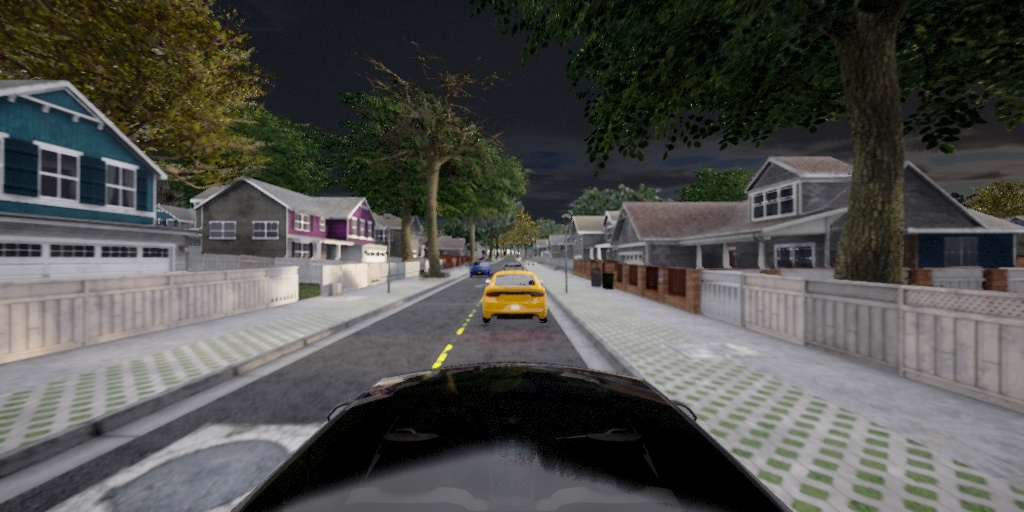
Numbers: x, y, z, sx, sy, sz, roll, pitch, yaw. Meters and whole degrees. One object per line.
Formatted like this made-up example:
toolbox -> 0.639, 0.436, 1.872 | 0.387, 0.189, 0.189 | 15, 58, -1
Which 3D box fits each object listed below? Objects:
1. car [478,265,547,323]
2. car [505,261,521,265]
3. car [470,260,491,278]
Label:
car -> 0.091, 1.230, 12.233 | 1.882, 1.535, 5.008 | 0, 0, 0
car -> 0.108, 1.201, 33.242 | 2.128, 1.511, 4.902 | 0, 0, 0
car -> -2.836, 1.186, 33.656 | 1.882, 1.535, 5.008 | 0, 0, 0
